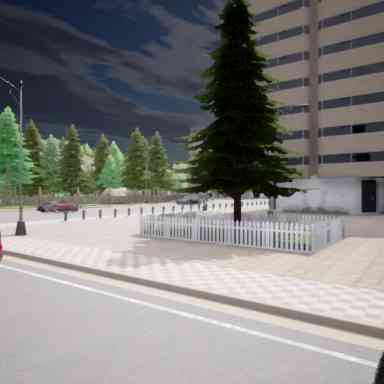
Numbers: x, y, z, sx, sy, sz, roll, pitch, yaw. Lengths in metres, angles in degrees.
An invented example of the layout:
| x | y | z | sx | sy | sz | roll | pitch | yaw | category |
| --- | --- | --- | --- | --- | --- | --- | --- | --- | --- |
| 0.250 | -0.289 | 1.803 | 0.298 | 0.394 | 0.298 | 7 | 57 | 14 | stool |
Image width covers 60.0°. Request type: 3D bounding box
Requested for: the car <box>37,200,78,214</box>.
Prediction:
| x | y | z | sx | sy | sz | roll | pitch | yaw | category |
| --- | --- | --- | --- | --- | --- | --- | --- | --- | --- |
| -14.534 | 1.563 | 36.081 | 1.994 | 1.385 | 4.181 | 0 | 0 | 35 | car |

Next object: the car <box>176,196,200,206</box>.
| x | y | z | sx | sy | sz | roll | pitch | yaw | category |
| --- | --- | --- | --- | --- | --- | --- | --- | --- | --- |
| -0.634 | 1.350 | 55.528 | 2.097 | 1.767 | 4.553 | 0 | 0 | 36 | car |

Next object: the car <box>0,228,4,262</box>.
| x | y | z | sx | sy | sz | roll | pitch | yaw | category |
| --- | --- | --- | --- | --- | --- | --- | --- | --- | --- |
| -7.415 | 1.221 | 9.228 | 5.566 | 2.045 | 2.150 | 0 | 0 | 36 | car |

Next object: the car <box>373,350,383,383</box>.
| x | y | z | sx | sy | sz | roll | pitch | yaw | category |
| --- | --- | --- | --- | --- | --- | --- | --- | --- | --- |
| 3.190 | 1.564 | 1.719 | 4.181 | 1.385 | 1.994 | 0 | 0 | 35 | car |
